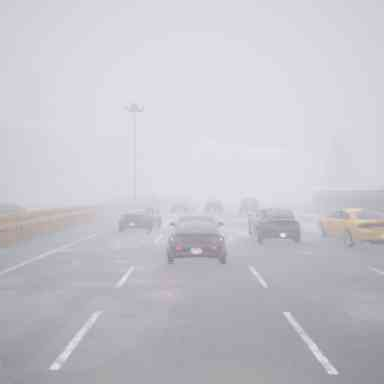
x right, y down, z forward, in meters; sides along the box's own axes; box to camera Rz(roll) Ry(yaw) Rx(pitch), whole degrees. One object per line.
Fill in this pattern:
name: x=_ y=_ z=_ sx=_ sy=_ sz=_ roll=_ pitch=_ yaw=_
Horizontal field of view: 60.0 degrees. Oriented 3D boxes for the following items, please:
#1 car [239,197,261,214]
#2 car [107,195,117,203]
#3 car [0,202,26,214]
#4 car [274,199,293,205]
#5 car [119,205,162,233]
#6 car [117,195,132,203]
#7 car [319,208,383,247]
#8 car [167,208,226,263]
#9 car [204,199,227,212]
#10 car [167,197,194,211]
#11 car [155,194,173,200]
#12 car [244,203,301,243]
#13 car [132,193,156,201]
car: x=5.914 y=1.314 z=33.978 sx=2.097 sy=1.767 sz=4.553 roll=0 pitch=0 yaw=10
car: x=-14.719 y=1.430 z=65.289 sx=2.128 sy=1.511 sz=4.902 roll=0 pitch=0 yaw=19
car: x=-13.419 y=1.465 z=22.792 sx=2.128 sy=1.511 sz=4.902 roll=0 pitch=0 yaw=5
car: x=9.691 y=1.487 z=35.266 sx=1.812 sy=1.442 sz=4.674 roll=0 pitch=0 yaw=11
car: x=-2.965 y=1.504 z=19.530 sx=1.812 sy=1.442 sz=4.674 roll=0 pitch=0 yaw=4
car: x=-11.622 y=1.475 z=63.639 sx=2.033 sy=1.411 sz=5.357 roll=0 pitch=0 yaw=20
car: x=7.272 y=1.461 z=14.847 sx=1.882 sy=1.535 sz=5.008 roll=0 pitch=0 yaw=2
car: x=0.165 y=1.512 z=11.809 sx=1.812 sy=1.442 sz=4.674 roll=0 pitch=0 yaw=1
car: x=2.409 y=1.467 z=34.316 sx=1.837 sy=1.490 sz=4.892 roll=0 pitch=0 yaw=10
car: x=-0.982 y=1.486 z=35.224 sx=1.812 sy=1.442 sz=4.674 roll=0 pitch=0 yaw=10
car: x=-4.618 y=1.434 z=62.310 sx=1.837 sy=1.490 sz=4.892 roll=0 pitch=0 yaw=20
car: x=3.836 y=1.488 z=16.028 sx=1.837 sy=1.490 sz=4.892 roll=0 pitch=0 yaw=3
car: x=-8.424 y=1.152 z=62.153 sx=2.150 sy=2.045 sz=5.566 roll=0 pitch=0 yaw=20
